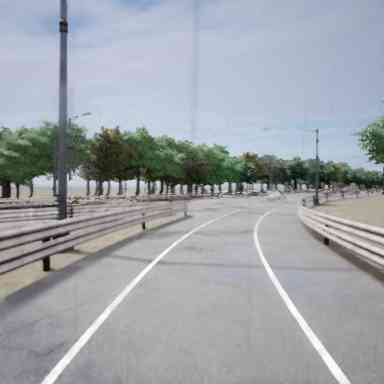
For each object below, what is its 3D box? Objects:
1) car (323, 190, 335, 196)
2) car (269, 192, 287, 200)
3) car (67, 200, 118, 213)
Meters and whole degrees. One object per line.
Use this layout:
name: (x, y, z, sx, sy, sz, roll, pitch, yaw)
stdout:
car: (34.884, 0.227, 84.391, 1.895, 1.301, 4.718, 1, 2, 40)
car: (15.715, 0.736, 61.107, 1.812, 1.442, 4.674, 1, 2, 39)
car: (-9.138, 1.434, 30.875, 1.882, 1.535, 5.008, 1, 2, 39)
